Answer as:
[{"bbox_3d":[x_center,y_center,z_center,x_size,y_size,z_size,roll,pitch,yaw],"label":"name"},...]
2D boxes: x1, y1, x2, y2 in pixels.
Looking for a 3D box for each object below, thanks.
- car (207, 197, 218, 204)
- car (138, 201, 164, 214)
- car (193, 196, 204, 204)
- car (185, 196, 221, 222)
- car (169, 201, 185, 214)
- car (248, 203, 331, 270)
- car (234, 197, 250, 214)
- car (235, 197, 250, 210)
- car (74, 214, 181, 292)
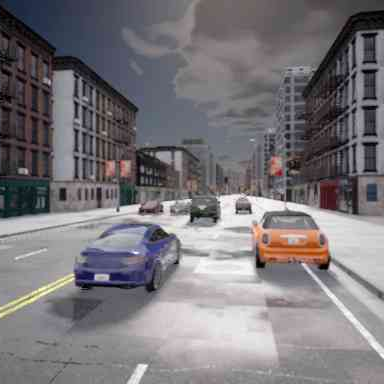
[{"bbox_3d":[4.739,1.865,75.890,2.033,1.411,5.357,0,0,8],"label":"car"},{"bbox_3d":[-4.368,1.676,36.189,1.882,1.535,5.008,0,0,8],"label":"car"},{"bbox_3d":[1.522,1.814,76.354,1.882,1.535,5.008,0,0,8],"label":"car"},{"bbox_3d":[1.160,1.362,27.566,2.150,2.045,5.566,0,0,8],"label":"car"},{"bbox_3d":[-1.153,1.679,35.697,2.128,1.511,4.902,0,0,8],"label":"car"},{"bbox_3d":[3.172,1.405,11.481,2.097,1.767,4.553,0,0,8],"label":"car"},{"bbox_3d":[6.008,1.688,38.676,1.837,1.490,4.892,0,0,9],"label":"car"},{"bbox_3d":[7.431,1.584,48.917,2.097,1.767,4.553,0,0,9],"label":"car"},{"bbox_3d":[-1.506,1.579,9.059,1.812,1.442,4.674,0,0,8],"label":"car"}]
